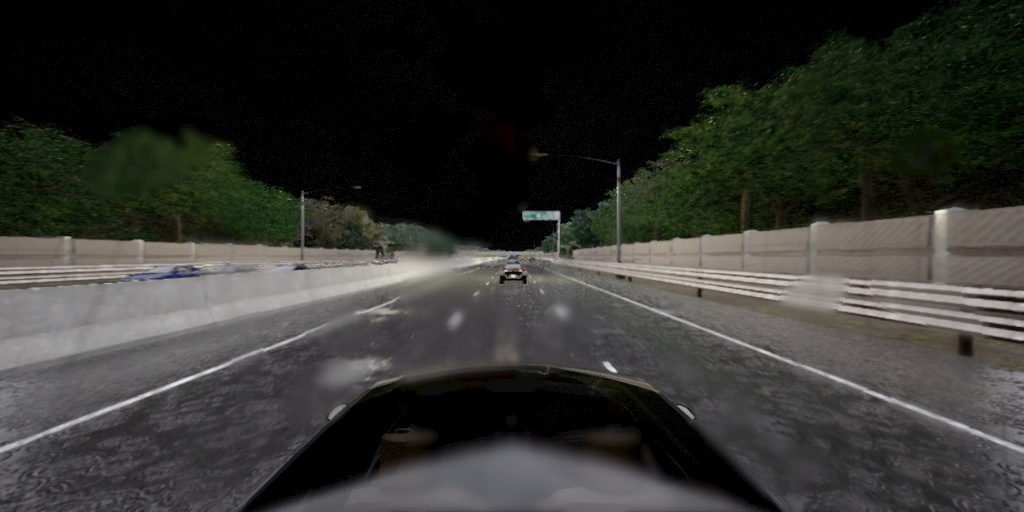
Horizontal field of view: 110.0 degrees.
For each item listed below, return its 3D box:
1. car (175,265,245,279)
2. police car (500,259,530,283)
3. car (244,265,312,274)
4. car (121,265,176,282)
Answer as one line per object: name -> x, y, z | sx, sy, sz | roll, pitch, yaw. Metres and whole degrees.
car -> -17.588, 1.294, 22.648 | 2.033, 1.411, 5.357 | 0, 0, 0
police car -> 0.095, 1.249, 27.747 | 2.038, 1.542, 4.974 | 0, 0, 0
car -> -14.087, 1.272, 22.601 | 1.812, 1.442, 4.674 | 0, 0, 0
car -> -21.091, 1.272, 22.120 | 1.812, 1.442, 4.674 | 0, 0, 0
